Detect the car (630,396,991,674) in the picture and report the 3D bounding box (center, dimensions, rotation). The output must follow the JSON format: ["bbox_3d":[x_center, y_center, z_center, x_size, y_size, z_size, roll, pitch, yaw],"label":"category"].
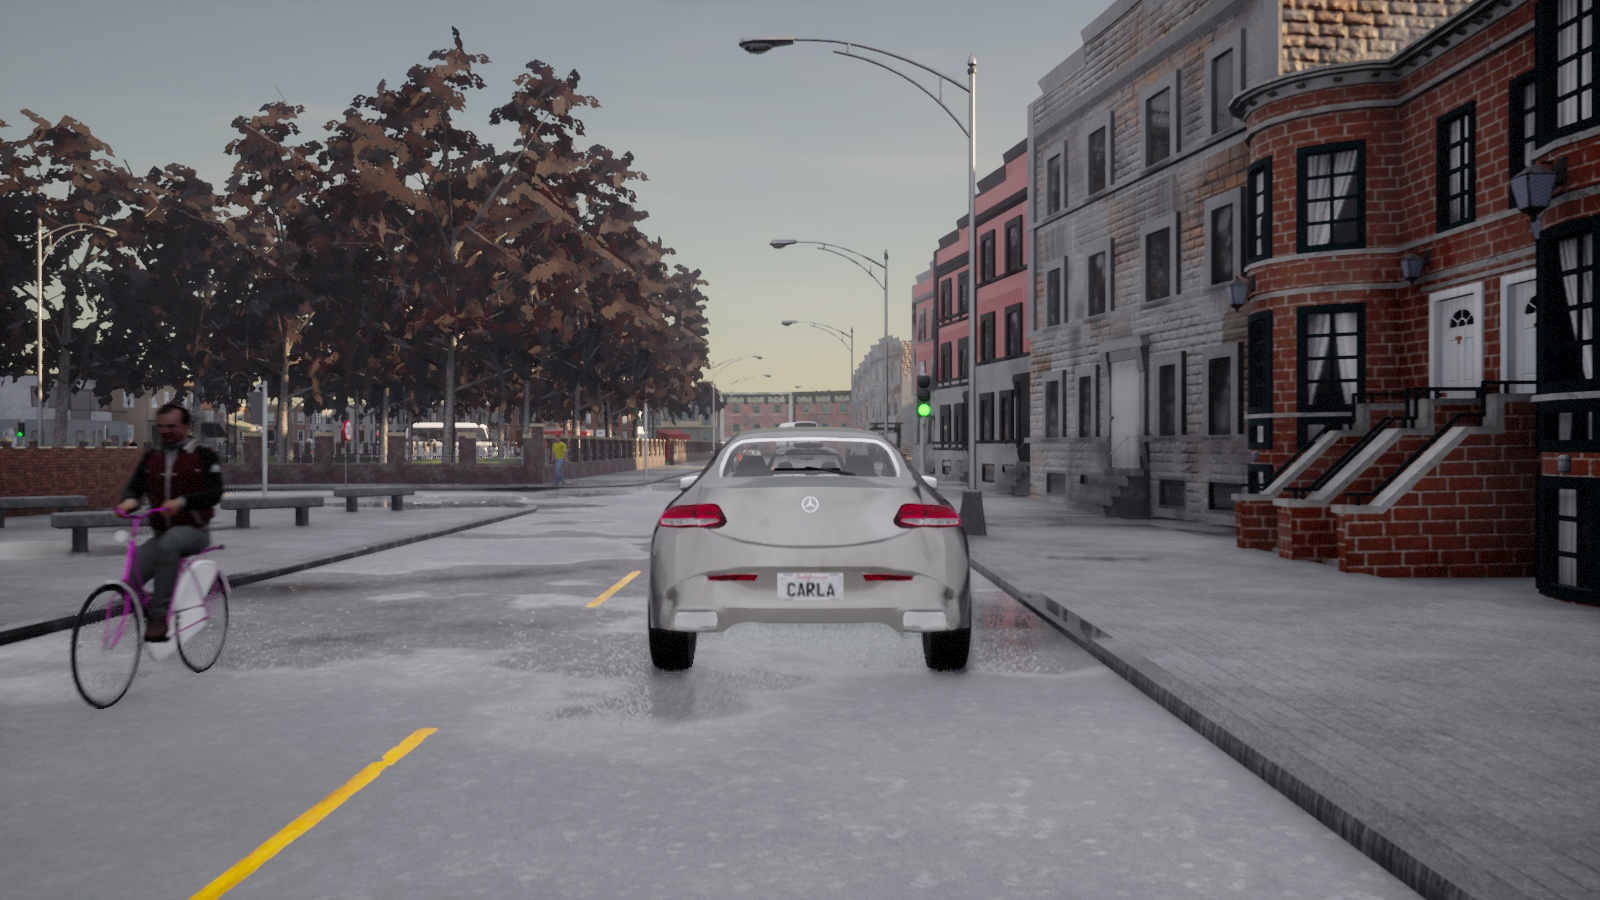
[{"bbox_3d":[0.069,0.492,9.990,2.152,1.651,5.027,0,0,0],"label":"car"}]

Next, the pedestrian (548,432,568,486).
[{"bbox_3d":[-8.345,0.301,43.306,0.354,1.836,0.706,0,0,26],"label":"pedestrian"}]

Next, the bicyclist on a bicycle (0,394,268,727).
[{"bbox_3d":[-3.943,0.588,7.603,0.659,1.776,1.843,0,0,0],"label":"bicyclist on a bicycle"}]
